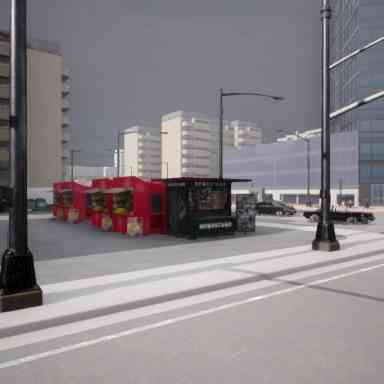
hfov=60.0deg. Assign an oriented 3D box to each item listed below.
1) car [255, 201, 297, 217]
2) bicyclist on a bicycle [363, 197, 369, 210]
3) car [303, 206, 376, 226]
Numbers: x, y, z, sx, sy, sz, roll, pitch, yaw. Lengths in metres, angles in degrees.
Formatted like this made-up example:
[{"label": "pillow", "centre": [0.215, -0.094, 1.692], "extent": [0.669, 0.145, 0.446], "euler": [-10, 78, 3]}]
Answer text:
[{"label": "car", "centre": [8.249, 1.685, 33.670], "extent": [1.837, 1.490, 4.892], "euler": [0, -1, -36]}, {"label": "bicyclist on a bicycle", "centre": [22.232, 1.466, 42.453], "extent": [1.656, 1.620, 0.582], "euler": [0, 0, -36]}, {"label": "car", "centre": [10.690, 1.682, 24.347], "extent": [1.895, 1.301, 4.718], "euler": [0, -1, -36]}]
